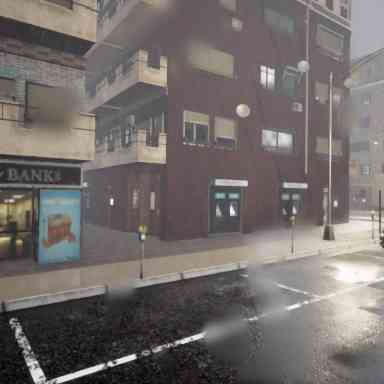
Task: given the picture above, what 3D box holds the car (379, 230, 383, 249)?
[{"bbox_3d":[9.086,1.554,13.120,4.403,1.369,2.008,0,1,-35],"label":"car"}]
